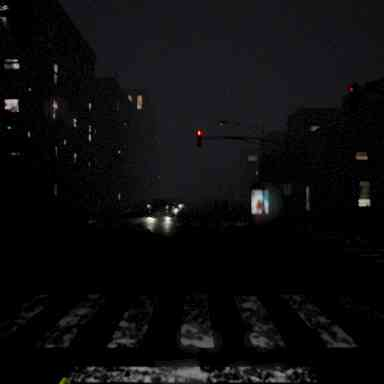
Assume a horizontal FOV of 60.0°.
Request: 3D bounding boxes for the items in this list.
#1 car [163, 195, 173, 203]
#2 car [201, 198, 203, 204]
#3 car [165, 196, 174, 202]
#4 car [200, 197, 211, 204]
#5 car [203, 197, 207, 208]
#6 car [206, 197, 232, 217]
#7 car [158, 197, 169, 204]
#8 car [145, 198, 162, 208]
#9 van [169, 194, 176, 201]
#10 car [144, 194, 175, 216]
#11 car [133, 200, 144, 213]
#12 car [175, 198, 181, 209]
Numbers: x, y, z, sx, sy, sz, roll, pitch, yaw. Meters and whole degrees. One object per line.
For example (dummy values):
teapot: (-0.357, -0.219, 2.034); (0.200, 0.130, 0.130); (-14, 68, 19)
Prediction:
car: (-5.630, 1.601, 77.879); (1.967, 1.590, 4.097); (0, 0, 0)
car: (2.727, 1.637, 49.402); (2.008, 1.369, 4.403); (0, 0, 0)
car: (-5.624, 1.703, 83.406); (1.752, 1.417, 4.829); (-1, 0, 0)
car: (2.742, 1.680, 66.492); (2.008, 1.369, 4.403); (-1, 0, 0)
car: (2.723, 1.655, 43.705); (1.802, 1.307, 4.206); (0, 0, 0)
car: (2.712, 1.489, 32.311); (1.967, 1.590, 4.097); (0, 0, 0)
car: (-5.639, 1.654, 66.316); (1.752, 1.417, 4.829); (0, 0, 0)
car: (-5.653, 1.637, 49.397); (2.008, 1.369, 4.403); (0, 0, 0)
van: (-5.615, 1.556, 94.970); (1.690, 1.788, 3.998); (-1, 0, 0)
car: (-3.069, 1.401, 32.554); (2.097, 1.767, 4.553); (0, 0, 0)
car: (-5.663, 1.611, 38.003); (2.008, 1.369, 4.403); (0, 0, 0)
car: (-3.041, 1.561, 48.307); (1.882, 1.535, 5.008); (0, 0, 0)
